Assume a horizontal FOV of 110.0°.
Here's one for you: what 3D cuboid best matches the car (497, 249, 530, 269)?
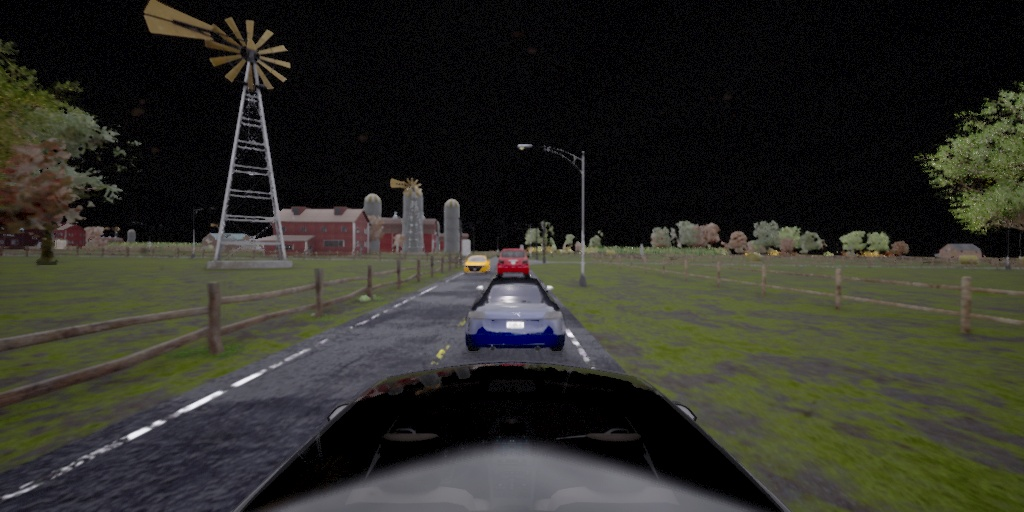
[{"bbox_3d":[0.093,0.502,25.731,2.150,2.045,5.566,0,1,0],"label":"car"}]

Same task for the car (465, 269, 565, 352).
[{"bbox_3d":[0.071,1.181,8.528,1.994,1.385,4.181,0,1,0],"label":"car"}]

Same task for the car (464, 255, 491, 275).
[{"bbox_3d":[-2.823,0.681,29.782,1.882,1.535,5.008,0,1,0],"label":"car"}]
